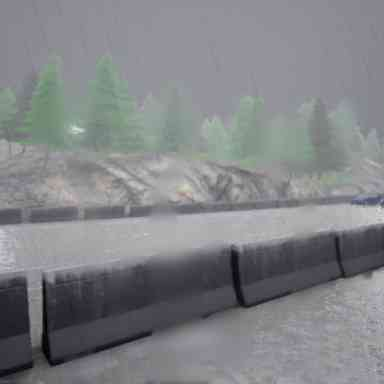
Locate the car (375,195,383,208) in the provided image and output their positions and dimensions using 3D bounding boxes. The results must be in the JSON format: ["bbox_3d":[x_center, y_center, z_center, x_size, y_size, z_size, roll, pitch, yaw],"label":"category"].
[{"bbox_3d":[23.271,0.956,37.780,5.008,1.535,1.882,-1,1,-35],"label":"car"}]

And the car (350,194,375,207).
[{"bbox_3d":[21.236,0.955,40.625,5.008,1.535,1.882,-1,1,-35],"label":"car"}]
